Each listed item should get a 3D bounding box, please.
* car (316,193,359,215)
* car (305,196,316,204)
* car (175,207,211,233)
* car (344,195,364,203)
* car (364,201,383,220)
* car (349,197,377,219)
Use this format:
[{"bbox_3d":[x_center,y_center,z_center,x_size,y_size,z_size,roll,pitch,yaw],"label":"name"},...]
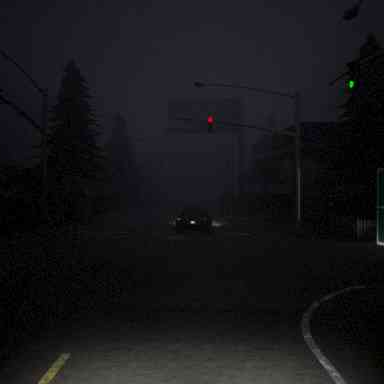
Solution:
[{"bbox_3d":[17.265,1.413,37.143,5.566,2.045,2.150,0,0,-15],"label":"car"},{"bbox_3d":[22.550,1.553,64.010,1.970,1.475,3.806,0,0,0],"label":"car"},{"bbox_3d":[0.129,1.584,20.018,1.994,1.385,4.181,0,1,3],"label":"car"},{"bbox_3d":[34.960,1.490,71.792,2.007,1.523,4.514,0,0,0],"label":"car"},{"bbox_3d":[18.718,1.672,30.616,4.611,1.667,2.242,0,0,0],"label":"car"},{"bbox_3d":[14.387,1.505,24.949,3.866,1.878,1.905,0,0,0],"label":"car"}]
